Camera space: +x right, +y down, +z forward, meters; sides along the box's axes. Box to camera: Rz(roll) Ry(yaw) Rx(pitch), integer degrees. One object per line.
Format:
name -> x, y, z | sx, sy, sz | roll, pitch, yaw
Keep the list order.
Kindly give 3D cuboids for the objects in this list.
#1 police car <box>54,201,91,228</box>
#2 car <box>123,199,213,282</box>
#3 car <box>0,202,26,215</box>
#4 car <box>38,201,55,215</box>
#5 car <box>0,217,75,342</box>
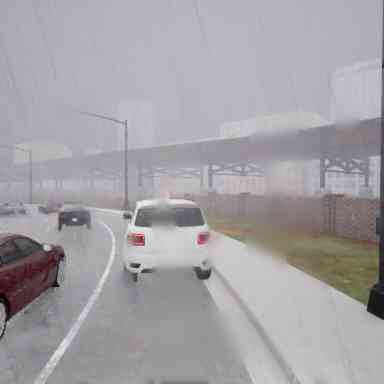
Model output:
police car -> -7.772, 1.452, 21.903 | 1.930, 1.638, 5.238 | 0, 0, -20
car -> -0.868, 1.218, 10.004 | 2.150, 2.045, 5.566 | 0, 0, -9
car -> -18.974, 1.719, 35.169 | 1.895, 1.301, 4.718 | -1, 0, -37
car -> -15.164, 1.636, 35.737 | 1.994, 1.385, 4.181 | -1, 0, -35
car -> -3.872, 1.483, 6.170 | 1.882, 1.535, 5.008 | 0, 0, -5
